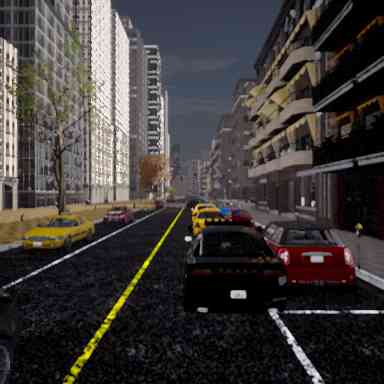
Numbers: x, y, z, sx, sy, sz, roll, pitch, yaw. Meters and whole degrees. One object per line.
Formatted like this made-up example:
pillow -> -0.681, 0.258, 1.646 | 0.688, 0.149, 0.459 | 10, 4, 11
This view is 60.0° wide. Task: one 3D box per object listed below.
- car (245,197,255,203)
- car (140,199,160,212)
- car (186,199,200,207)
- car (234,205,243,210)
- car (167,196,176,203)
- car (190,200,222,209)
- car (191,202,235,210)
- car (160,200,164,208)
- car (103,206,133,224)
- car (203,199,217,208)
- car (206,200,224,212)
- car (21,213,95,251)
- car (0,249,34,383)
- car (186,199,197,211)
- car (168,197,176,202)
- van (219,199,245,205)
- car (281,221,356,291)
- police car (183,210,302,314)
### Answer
car -> 13.652, 1.770, 72.789 | 4.403, 1.369, 2.008 | -1, 0, 0
car -> -5.559, 1.765, 42.206 | 1.752, 1.417, 4.829 | 0, 0, 0
car -> 0.215, 1.943, 58.950 | 1.895, 1.301, 4.718 | 0, 0, 8
car -> 2.754, 1.692, 20.220 | 1.802, 1.307, 4.206 | 0, 0, 0
car -> -5.426, 1.840, 85.830 | 2.192, 1.841, 5.009 | 0, 0, 0
car -> 0.975, 1.610, 23.830 | 1.882, 1.535, 5.008 | 0, 0, 0
car -> 0.958, 1.553, 18.020 | 1.801, 1.575, 5.366 | 0, 0, 0
car -> -5.525, 1.853, 53.441 | 1.887, 1.381, 4.507 | 0, 0, 0
car -> -5.610, 1.726, 25.779 | 1.802, 1.307, 4.206 | 0, 0, 0
car -> 2.855, 1.857, 53.415 | 2.008, 1.369, 4.403 | 0, 0, 0
car -> 2.822, 1.789, 42.350 | 2.008, 1.369, 4.403 | 0, 0, 0
car -> -5.644, 1.605, 14.543 | 1.752, 1.417, 4.829 | 0, 0, 0
car -> -2.991, 1.539, 2.274 | 1.812, 1.442, 4.674 | 0, 0, 0
car -> 0.178, 1.738, 45.875 | 1.882, 1.535, 5.008 | 0, 0, 0
car -> -5.409, 2.130, 91.351 | 1.947, 1.339, 4.313 | 0, 0, 0
van -> 2.771, 1.483, 25.753 | 1.690, 1.788, 3.998 | 0, 0, 0
car -> 2.720, 1.488, 9.155 | 1.967, 1.590, 4.097 | 0, 0, 0
police car -> 0.835, 1.468, 7.965 | 1.930, 1.638, 5.238 | 0, 0, 2
